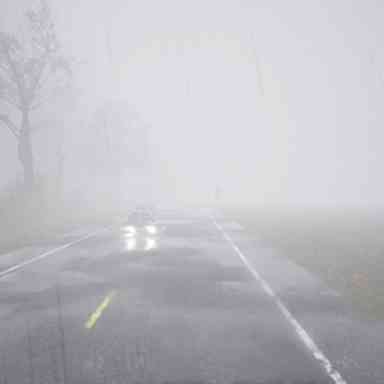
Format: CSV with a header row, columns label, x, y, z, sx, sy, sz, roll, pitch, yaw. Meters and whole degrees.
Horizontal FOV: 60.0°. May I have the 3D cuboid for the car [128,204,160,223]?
label,x,y,z,sx,sy,sz,roll,pitch,yaw
car,-3.611,1.588,25.443,1.895,1.301,4.718,0,0,0
